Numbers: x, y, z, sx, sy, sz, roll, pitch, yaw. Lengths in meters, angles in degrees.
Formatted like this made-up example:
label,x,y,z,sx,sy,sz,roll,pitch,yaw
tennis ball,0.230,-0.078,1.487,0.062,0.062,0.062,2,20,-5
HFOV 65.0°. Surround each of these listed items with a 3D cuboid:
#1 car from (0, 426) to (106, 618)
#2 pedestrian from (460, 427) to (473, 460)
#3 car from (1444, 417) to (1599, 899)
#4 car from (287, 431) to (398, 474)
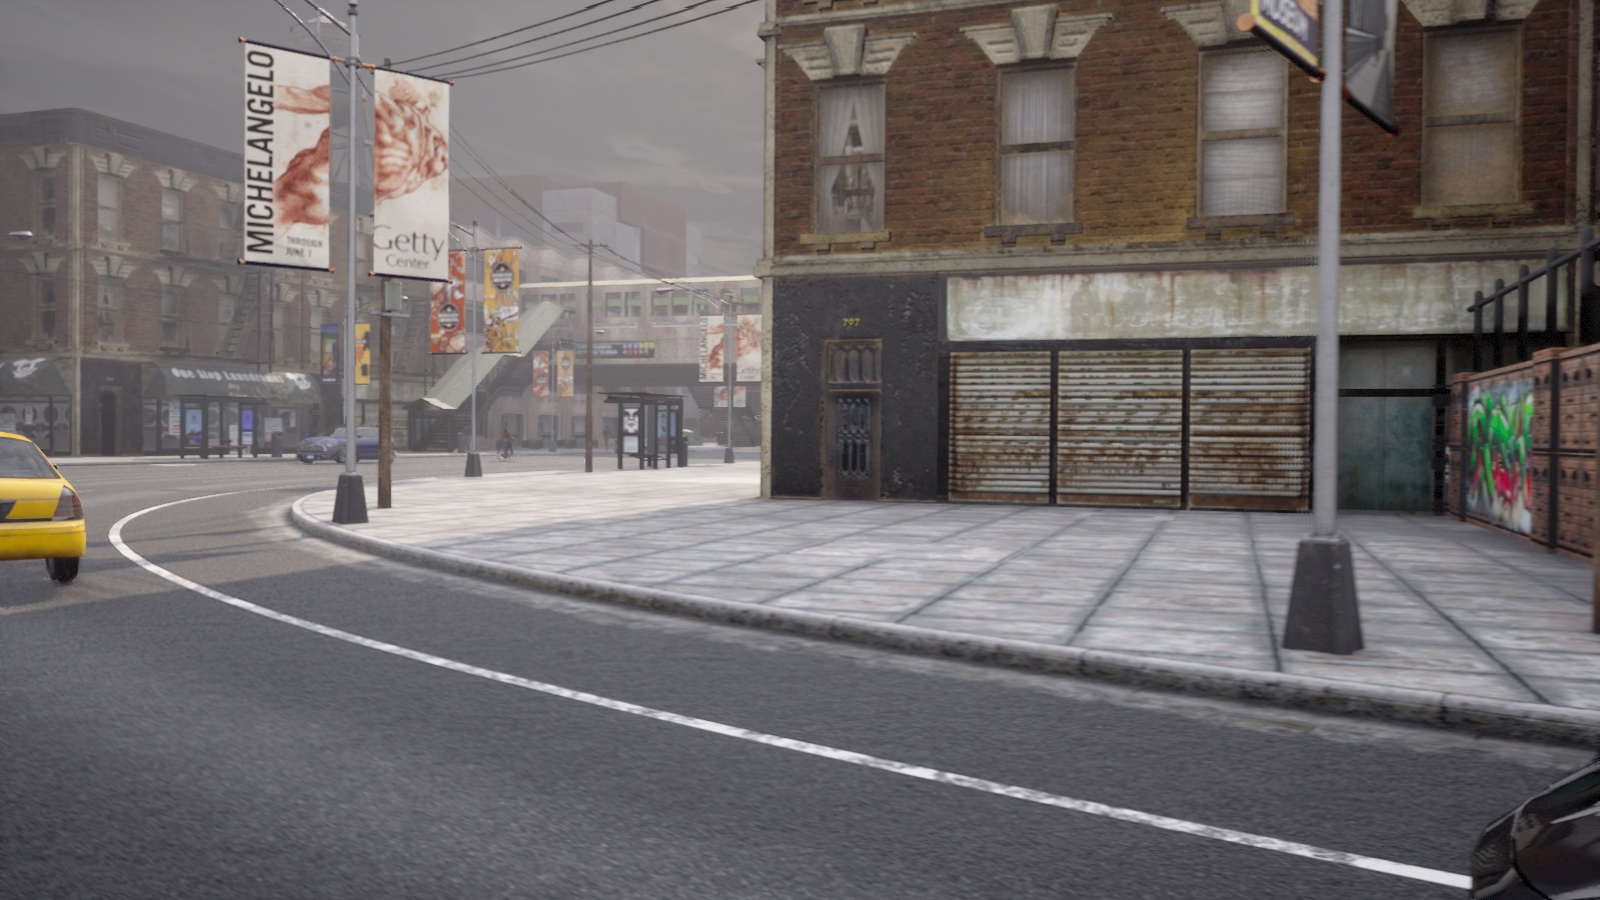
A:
label,x,y,z,sx,sy,sz,roll,pitch,yaw
car,-8.319,0.582,12.383,1.801,1.575,5.366,-1,1,-37
pedestrian,-19.224,-0.381,72.405,0.402,1.930,0.666,0,1,12
car,3.444,0.685,1.319,4.792,1.488,2.163,0,1,31
car,-19.720,0.058,54.378,2.097,1.767,4.553,0,1,19
